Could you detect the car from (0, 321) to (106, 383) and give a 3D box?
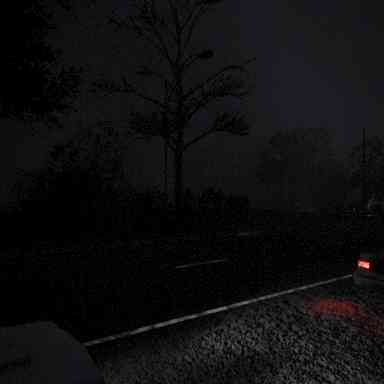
[{"bbox_3d":[-2.789,1.601,1.724,4.718,1.301,1.895,0,0,-35],"label":"car"}]

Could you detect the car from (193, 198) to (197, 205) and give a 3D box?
[{"bbox_3d":[1.790,1.760,60.965,1.895,1.301,4.718,0,-1,-23],"label":"car"}]

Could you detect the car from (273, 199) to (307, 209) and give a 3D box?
[{"bbox_3d":[13.202,1.622,44.987,1.895,1.301,4.718,0,0,-28],"label":"car"}]

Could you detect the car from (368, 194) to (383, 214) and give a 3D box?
[{"bbox_3d":[20.212,1.222,32.483,2.150,2.045,5.566,0,0,-33],"label":"car"}]

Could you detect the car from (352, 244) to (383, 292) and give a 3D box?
[{"bbox_3d":[5.953,1.547,7.816,5.357,1.411,2.033,0,0,-34],"label":"car"}]

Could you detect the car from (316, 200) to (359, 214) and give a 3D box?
[{"bbox_3d":[14.952,1.563,34.295,1.994,1.385,4.181,0,0,-28],"label":"car"}]
